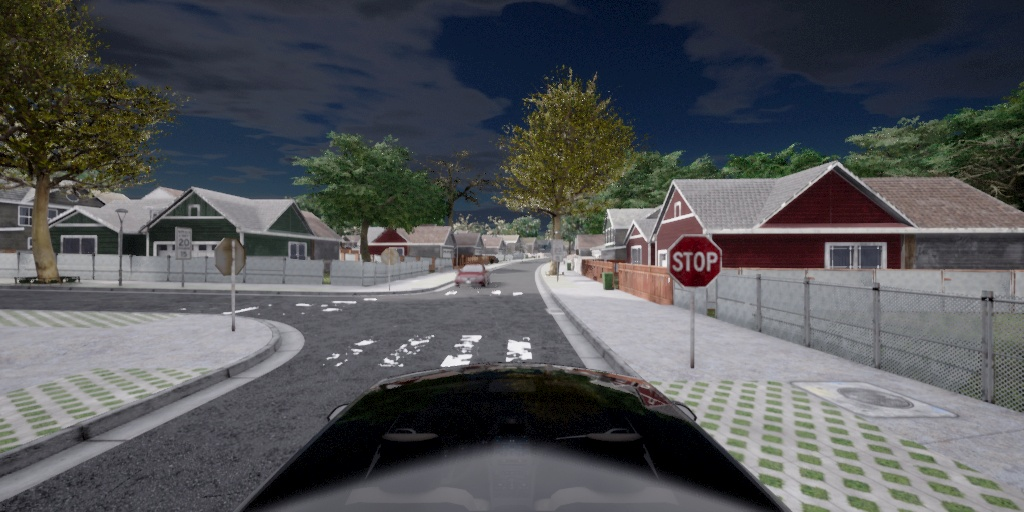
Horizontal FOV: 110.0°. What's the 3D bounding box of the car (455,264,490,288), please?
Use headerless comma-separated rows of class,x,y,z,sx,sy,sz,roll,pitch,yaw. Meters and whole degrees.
car,-2.474,1.250,23.377,1.812,1.442,4.674,0,0,2
